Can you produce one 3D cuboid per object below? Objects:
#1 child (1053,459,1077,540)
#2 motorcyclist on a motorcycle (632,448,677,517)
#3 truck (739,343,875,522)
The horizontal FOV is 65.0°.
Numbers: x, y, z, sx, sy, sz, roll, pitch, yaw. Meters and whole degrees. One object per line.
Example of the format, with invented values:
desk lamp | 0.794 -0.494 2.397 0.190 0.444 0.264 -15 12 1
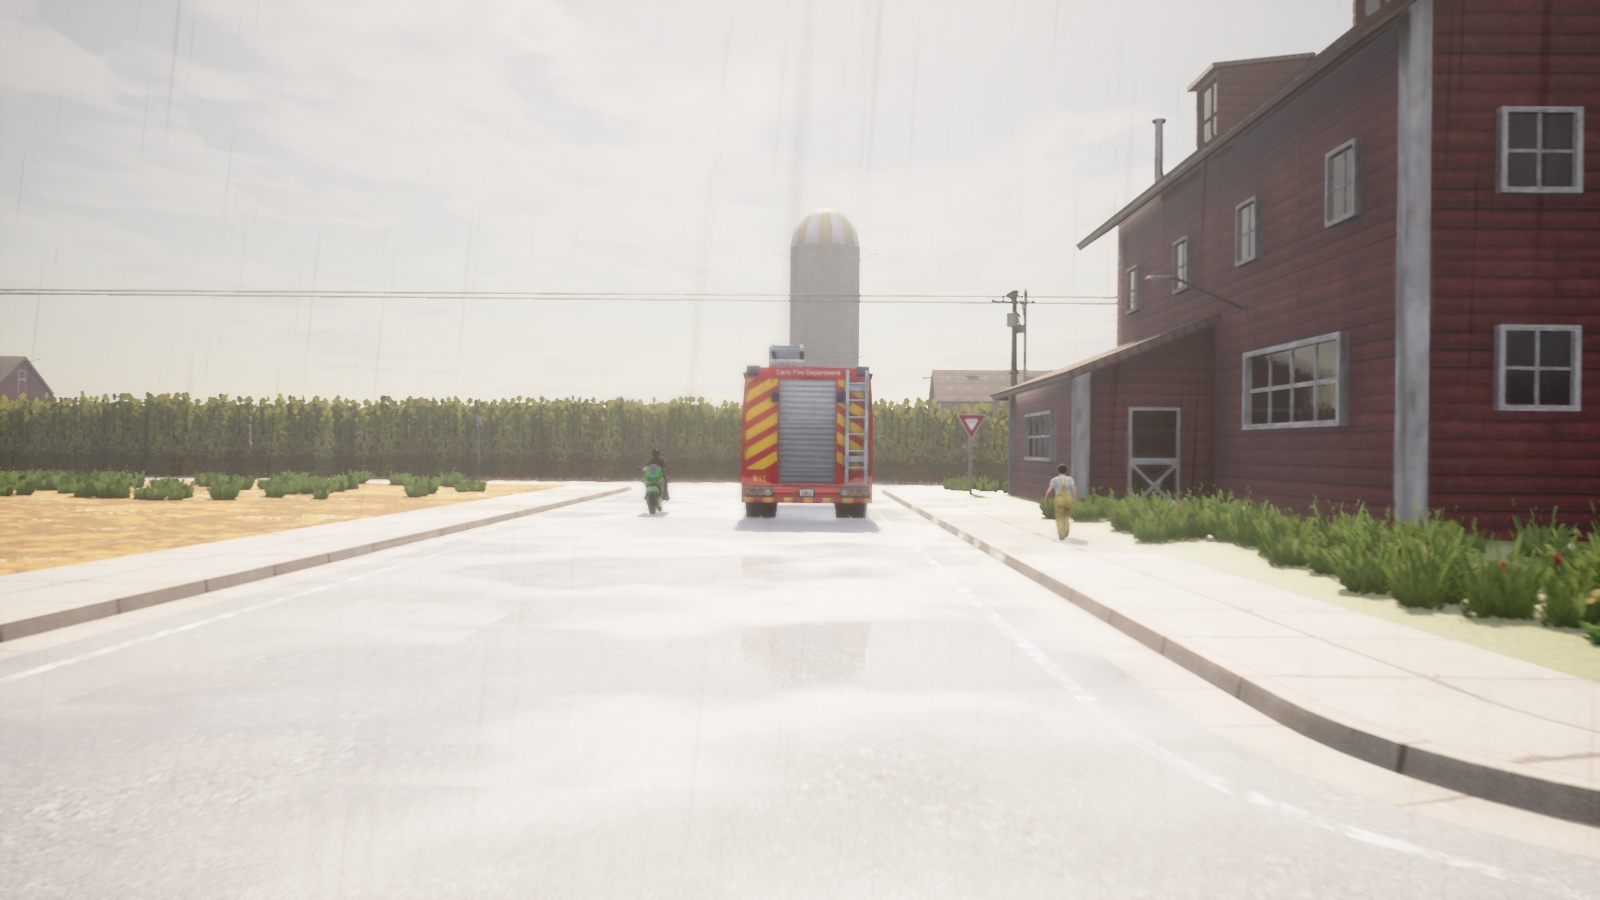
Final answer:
child | 4.195 0.780 19.889 0.270 1.263 0.437 1 0 -1
motorcyclist on a motorcycle | -3.354 0.727 29.133 0.797 1.523 2.044 1 0 0
truck | 0.166 -0.383 31.232 2.891 3.827 8.468 1 0 0
